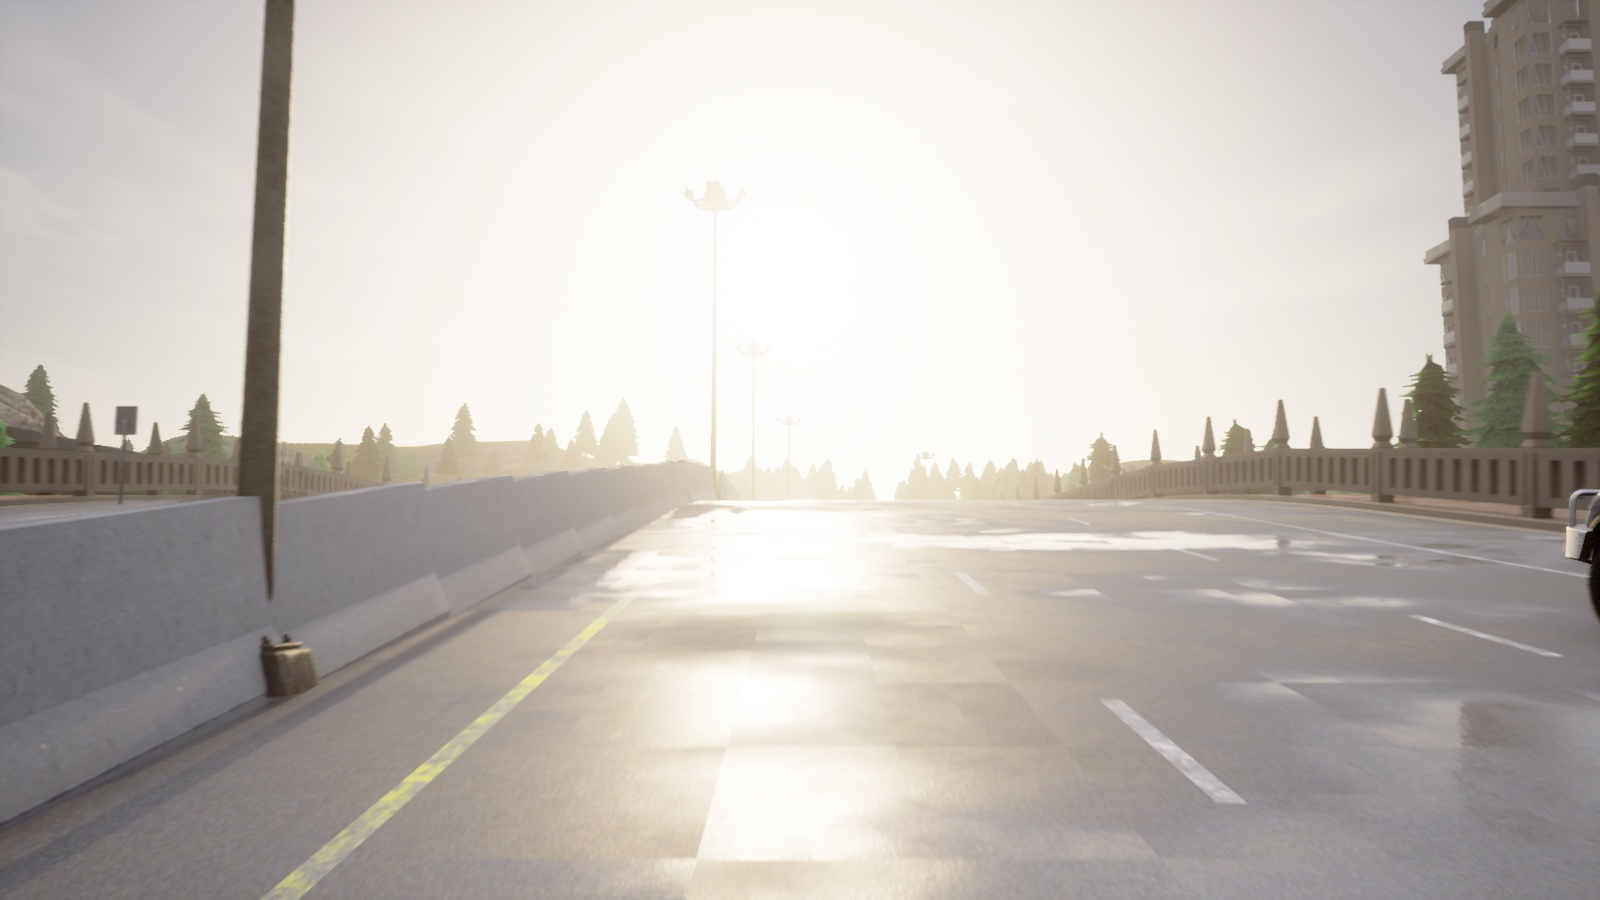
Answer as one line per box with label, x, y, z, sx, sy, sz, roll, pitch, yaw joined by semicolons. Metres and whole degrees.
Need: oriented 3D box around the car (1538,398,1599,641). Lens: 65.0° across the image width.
car;7.062;0.540;8.082;1.932;1.855;4.605;0;0;0
